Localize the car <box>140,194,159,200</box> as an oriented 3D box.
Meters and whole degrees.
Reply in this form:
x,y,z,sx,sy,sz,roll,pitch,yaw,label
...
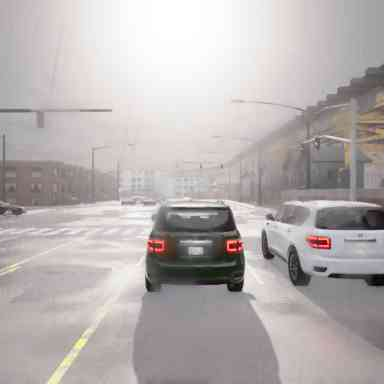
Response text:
x,y,z,sx,sy,sz,roll,pitch,yaw,label
-7.317,1.606,58.103,2.033,1.411,5.357,0,0,0,car

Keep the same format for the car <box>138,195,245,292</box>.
x,y,z,sx,sy,sz,roll,pitch,yaw,label
0.030,1.236,9.116,2.150,2.045,5.566,0,0,-1,car

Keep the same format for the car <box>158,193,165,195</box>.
x,y,z,sx,sy,sz,roll,pitch,yaw,label
-7.320,1.310,77.997,2.150,2.045,5.566,0,0,0,car

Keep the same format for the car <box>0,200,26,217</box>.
x,y,z,sx,sy,sz,roll,pitch,yaw,label
-17.861,1.498,30.482,4.892,1.490,1.837,0,0,-4,car

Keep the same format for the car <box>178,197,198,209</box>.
x,y,z,sx,sy,sz,roll,pitch,yaw,label
-0.558,1.554,47.433,2.128,1.511,4.902,0,0,8,car

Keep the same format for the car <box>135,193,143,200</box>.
x,y,z,sx,sy,sz,roll,pitch,yaw,label
-10.792,1.281,66.535,2.150,2.045,5.566,0,0,0,car

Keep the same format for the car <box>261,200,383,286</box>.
x,y,z,sx,sy,sz,roll,pitch,yaw,label
3.526,1.246,9.614,2.150,2.045,5.566,0,0,0,car

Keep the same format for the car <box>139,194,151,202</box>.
x,y,z,sx,sy,sz,roll,pitch,yaw,label
-10.815,1.429,76.621,2.097,1.767,4.553,0,0,0,car

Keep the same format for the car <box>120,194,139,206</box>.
x,y,z,sx,sy,sz,roll,pitch,yaw,label
-10.809,1.573,56.869,1.812,1.442,4.674,0,0,0,car
